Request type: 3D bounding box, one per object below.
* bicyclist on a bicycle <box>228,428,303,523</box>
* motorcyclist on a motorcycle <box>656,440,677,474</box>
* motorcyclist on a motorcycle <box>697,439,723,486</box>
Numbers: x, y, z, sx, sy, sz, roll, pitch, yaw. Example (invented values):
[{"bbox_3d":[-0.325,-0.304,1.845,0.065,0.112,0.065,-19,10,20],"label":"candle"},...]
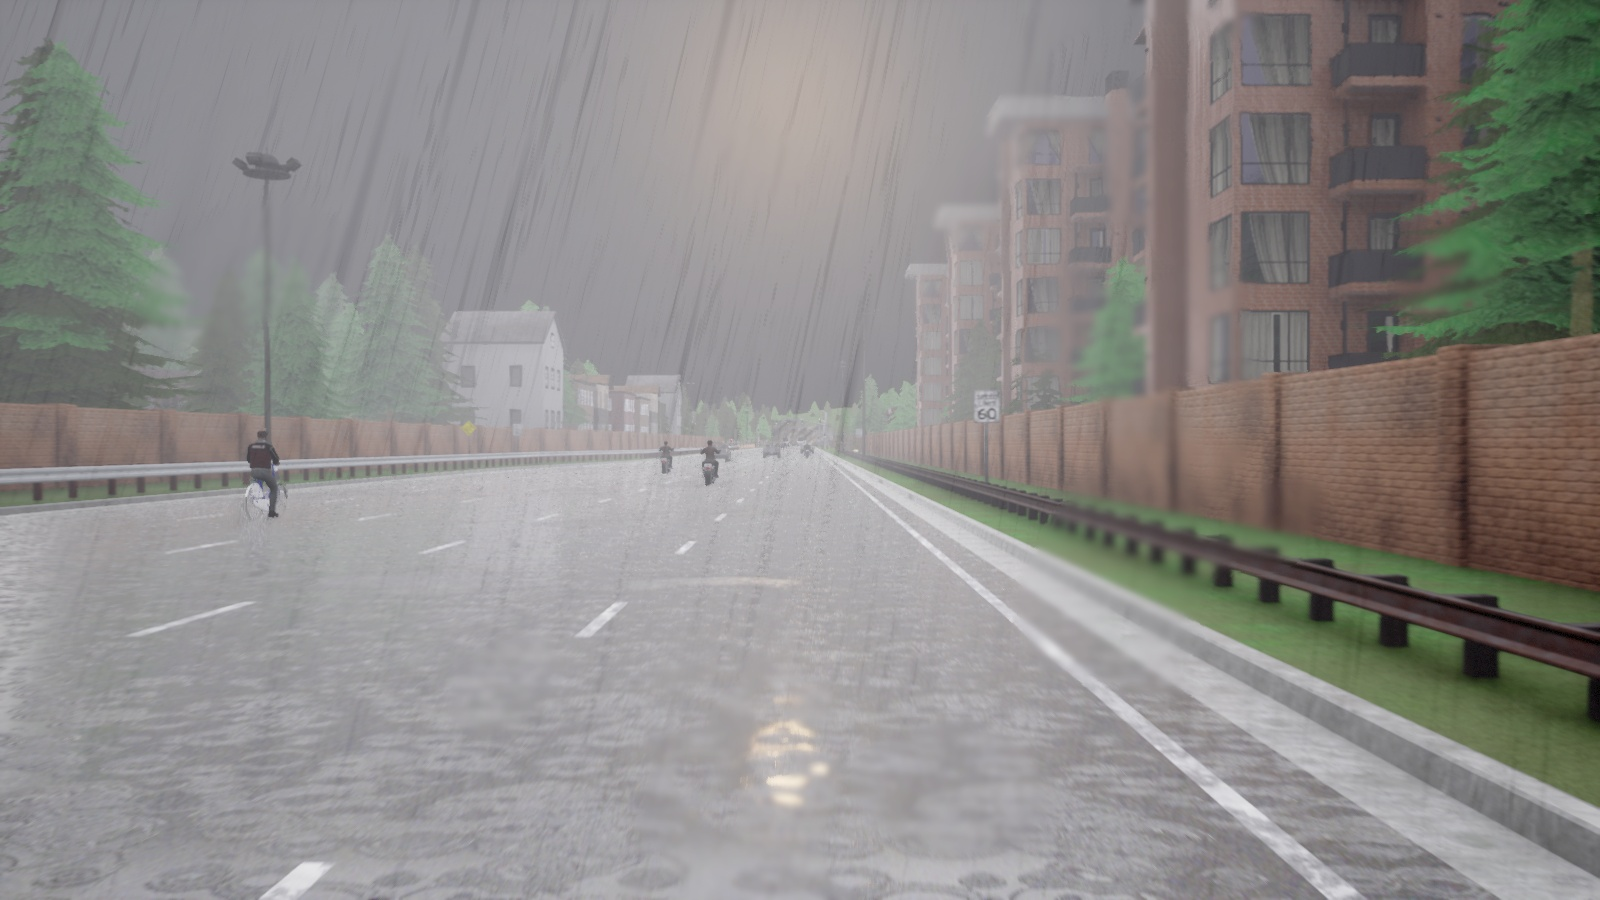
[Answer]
[{"bbox_3d":[-10.346,0.472,24.380,0.659,1.776,1.843,0,1,0],"label":"bicyclist on a bicycle"},{"bbox_3d":[-6.631,0.342,62.346,0.766,1.649,2.350,0,0,0],"label":"motorcyclist on a motorcycle"},{"bbox_3d":[-3.228,0.440,45.221,0.766,1.649,2.350,0,0,0],"label":"motorcyclist on a motorcycle"}]
